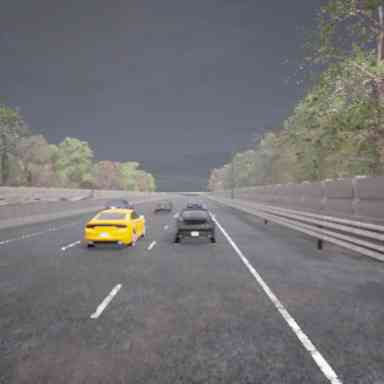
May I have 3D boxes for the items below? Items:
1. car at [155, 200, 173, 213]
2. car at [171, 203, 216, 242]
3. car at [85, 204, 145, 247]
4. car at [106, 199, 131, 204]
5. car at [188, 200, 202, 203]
[{"bbox_3d":[-3.182,1.652,38.590,2.033,1.411,5.357,0,0,0],"label":"car"},{"bbox_3d":[0.149,1.538,16.640,1.837,1.490,4.892,0,0,0],"label":"car"},{"bbox_3d":[-3.362,1.527,15.364,1.882,1.535,5.008,0,0,0],"label":"car"},{"bbox_3d":[-6.742,1.454,30.717,2.097,1.767,4.553,0,0,0],"label":"car"},{"bbox_3d":[0.355,1.699,43.043,1.895,1.301,4.718,0,0,0],"label":"car"}]
